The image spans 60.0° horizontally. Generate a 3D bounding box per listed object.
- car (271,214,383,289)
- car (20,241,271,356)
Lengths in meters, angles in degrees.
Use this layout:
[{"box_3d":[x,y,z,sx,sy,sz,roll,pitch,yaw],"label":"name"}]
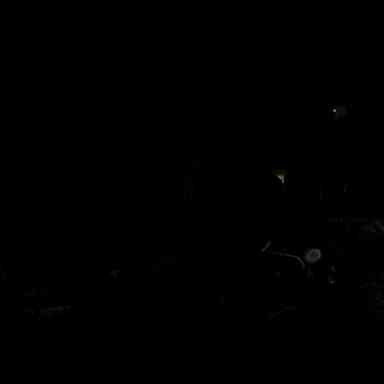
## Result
[{"box_3d":[3.739,1.468,9.202,4.097,1.590,1.967,0,0,-36],"label":"car"},{"box_3d":[-0.740,1.591,6.007,4.206,1.307,1.802,0,0,-35],"label":"car"}]
